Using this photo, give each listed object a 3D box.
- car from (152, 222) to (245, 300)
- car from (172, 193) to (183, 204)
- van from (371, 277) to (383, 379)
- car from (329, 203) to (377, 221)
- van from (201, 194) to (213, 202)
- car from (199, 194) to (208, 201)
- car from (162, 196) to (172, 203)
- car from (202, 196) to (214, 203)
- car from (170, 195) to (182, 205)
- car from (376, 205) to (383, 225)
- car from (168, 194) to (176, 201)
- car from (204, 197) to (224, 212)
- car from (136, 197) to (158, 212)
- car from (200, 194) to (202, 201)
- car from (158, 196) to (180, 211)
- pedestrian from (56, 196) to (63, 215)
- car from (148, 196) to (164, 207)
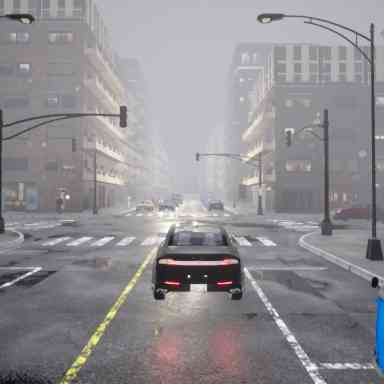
[{"bbox_3d":[0.126,1.494,8.353,2.128,1.511,4.902,0,0,0],"label":"car"},{"bbox_3d":[-2.881,1.245,61.451,2.150,2.045,5.566,0,0,1],"label":"car"},{"bbox_3d":[2.680,1.342,1.863,1.690,1.788,3.998,1,0,0],"label":"van"},{"bbox_3d":[13.725,1.608,27.962,4.097,1.590,1.967,0,-1,1],"label":"car"},{"bbox_3d":[2.874,1.362,56.736,1.690,1.788,3.998,1,0,0],"label":"van"},{"bbox_3d":[2.958,1.351,84.949,2.192,1.841,5.009,1,0,0],"label":"car"},{"bbox_3d":[-5.459,1.574,73.689,1.887,1.381,4.507,1,0,0],"label":"car"},{"bbox_3d":[2.837,1.567,45.452,2.008,1.369,4.403,1,0,0],"label":"car"},{"bbox_3d":[-2.944,1.544,50.713,1.812,1.442,4.674,0,0,0],"label":"car"},{"bbox_3d":[13.596,1.583,19.581,4.313,1.339,1.947,0,-1,1],"label":"car"},{"bbox_3d":[-5.408,1.480,90.617,1.967,1.590,4.097,1,0,0],"label":"car"},{"bbox_3d":[2.820,1.580,39.809,1.947,1.339,4.313,1,0,0],"label":"car"},{"bbox_3d":[-5.559,1.539,39.663,1.752,1.417,4.829,1,0,0],"label":"car"},{"bbox_3d":[2.905,1.552,68.192,1.752,1.417,4.829,1,0,0],"label":"car"},{"bbox_3d":[-2.981,1.562,40.810,2.033,1.411,5.357,0,0,0],"label":"car"},{"bbox_3d":[-12.446,1.217,31.296,0.375,1.860,0.375,0,-1,1],"label":"pedestrian"},{"bbox_3d":[-5.524,1.459,51.119,1.967,1.590,4.097,1,0,0],"label":"car"}]
